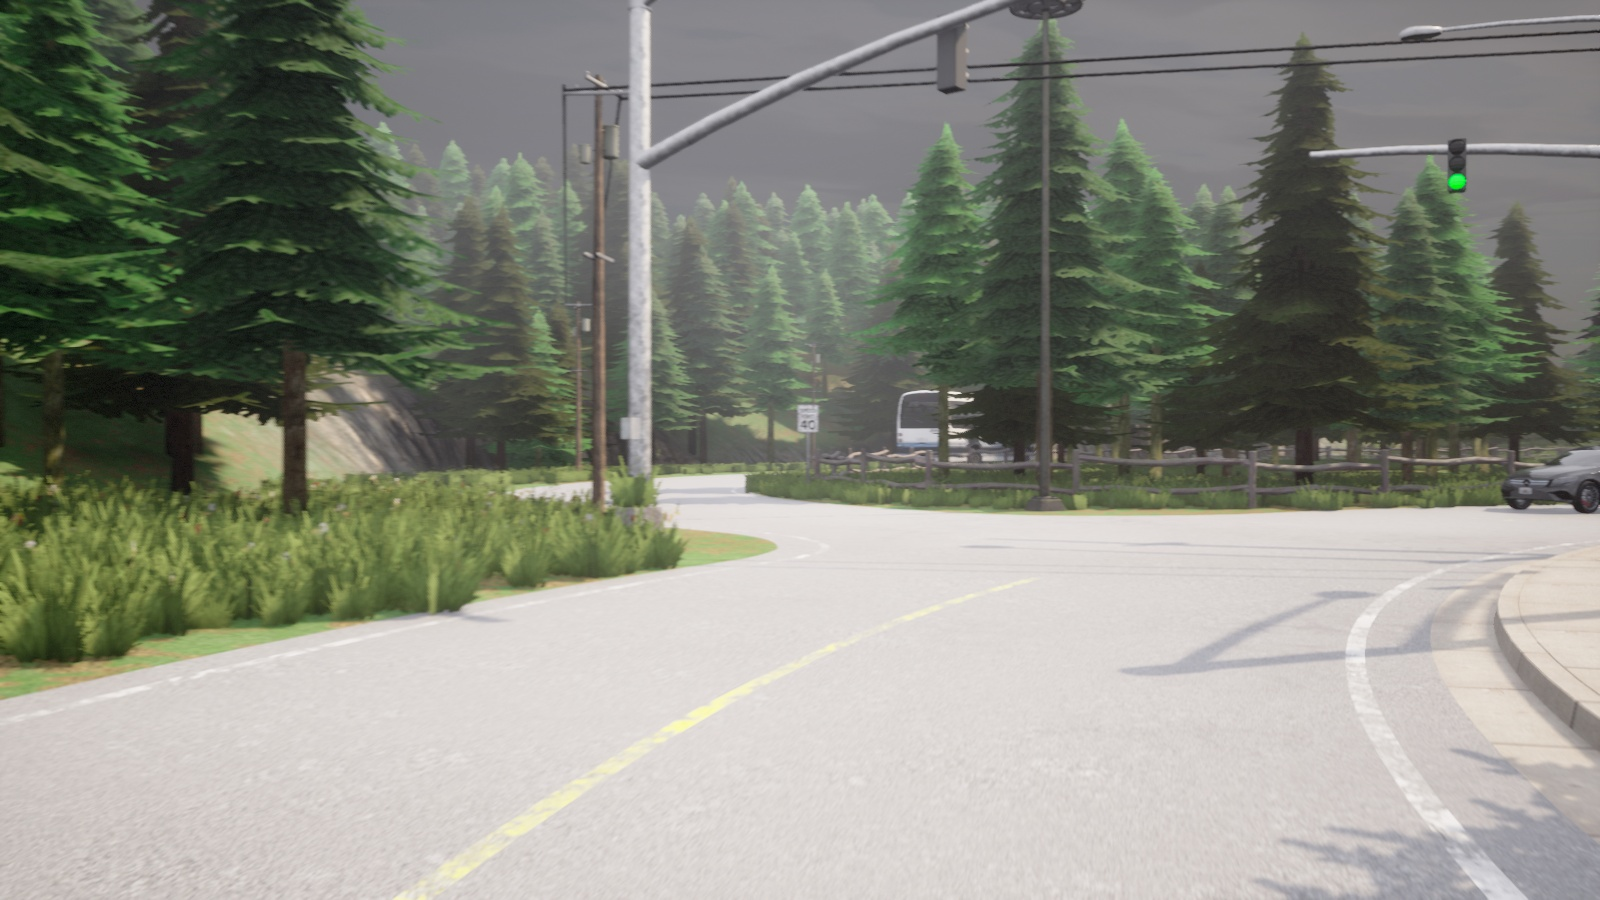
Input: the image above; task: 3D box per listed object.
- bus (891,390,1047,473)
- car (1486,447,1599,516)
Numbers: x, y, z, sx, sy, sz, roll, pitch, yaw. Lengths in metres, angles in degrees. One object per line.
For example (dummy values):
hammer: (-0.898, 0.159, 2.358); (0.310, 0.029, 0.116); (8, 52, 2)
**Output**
bus: (9.535, -0.975, 69.497); (3.944, 4.253, 10.273); (0, 0, 38)
car: (17.821, 0.656, 27.999); (4.674, 1.442, 1.812); (0, 0, -21)
